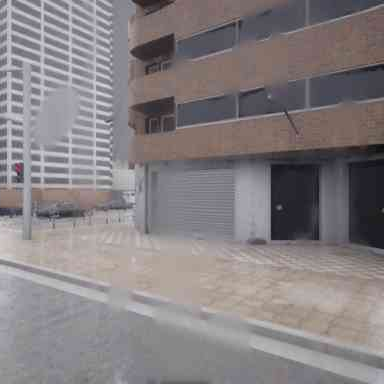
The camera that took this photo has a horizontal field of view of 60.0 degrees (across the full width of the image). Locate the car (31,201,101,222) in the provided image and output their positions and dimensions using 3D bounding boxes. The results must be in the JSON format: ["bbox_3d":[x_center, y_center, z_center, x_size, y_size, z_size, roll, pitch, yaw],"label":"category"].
[{"bbox_3d":[-10.076,1.491,26.367,2.128,1.511,4.902,0,0,37],"label":"car"}]

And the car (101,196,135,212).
[{"bbox_3d":[-9.403,1.547,39.434,2.033,1.411,5.357,0,0,36],"label":"car"}]

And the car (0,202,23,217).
[{"bbox_3d":[-15.559,1.600,30.977,1.895,1.301,4.718,0,0,36],"label":"car"}]
